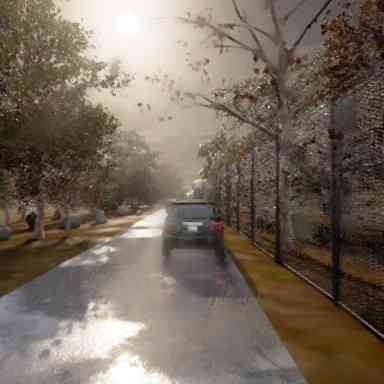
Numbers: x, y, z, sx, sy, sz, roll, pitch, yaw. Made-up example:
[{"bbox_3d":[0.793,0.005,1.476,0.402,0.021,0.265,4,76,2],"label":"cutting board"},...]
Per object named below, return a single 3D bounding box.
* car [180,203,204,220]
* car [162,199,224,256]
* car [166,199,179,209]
[{"bbox_3d":[-0.003,1.702,29.955,1.994,1.385,4.181,0,0,0],"label":"car"},{"bbox_3d":[0.045,1.286,13.505,2.150,2.045,5.566,0,0,0],"label":"car"},{"bbox_3d":[-3.044,1.847,53.426,1.882,1.535,5.008,0,-1,0],"label":"car"}]
